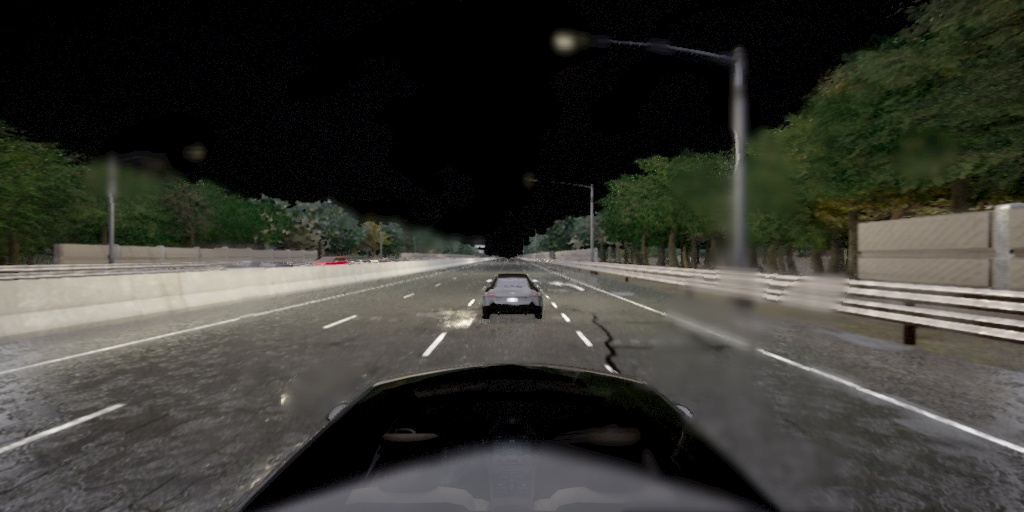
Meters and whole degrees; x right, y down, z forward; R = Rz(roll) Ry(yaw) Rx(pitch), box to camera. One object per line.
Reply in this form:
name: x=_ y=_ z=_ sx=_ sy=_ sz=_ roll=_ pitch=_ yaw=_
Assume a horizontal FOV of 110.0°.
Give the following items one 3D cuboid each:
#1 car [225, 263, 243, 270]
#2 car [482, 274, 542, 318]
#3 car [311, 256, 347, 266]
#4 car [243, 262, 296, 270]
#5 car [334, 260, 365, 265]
car: x=-28.080 y=1.382 z=38.496 sx=2.033 sy=1.411 sz=5.357 roll=0 pitch=0 yaw=0
car: x=0.008 y=1.326 z=13.065 sx=1.994 sy=1.385 sz=4.181 roll=0 pitch=0 yaw=0
car: x=-21.073 y=1.064 z=41.669 sx=2.150 sy=2.045 sz=5.566 roll=0 pitch=0 yaw=0
car: x=-24.592 y=1.379 z=37.121 sx=2.033 sy=1.411 sz=5.357 roll=0 pitch=0 yaw=0
car: x=-17.584 y=1.437 z=40.261 sx=1.895 sy=1.301 sz=4.718 roll=0 pitch=0 yaw=0
